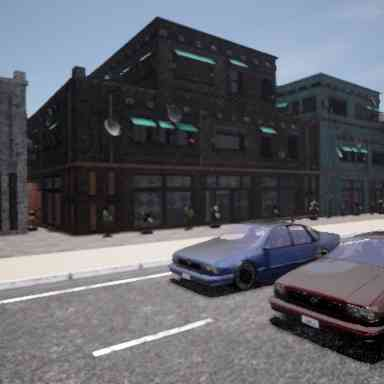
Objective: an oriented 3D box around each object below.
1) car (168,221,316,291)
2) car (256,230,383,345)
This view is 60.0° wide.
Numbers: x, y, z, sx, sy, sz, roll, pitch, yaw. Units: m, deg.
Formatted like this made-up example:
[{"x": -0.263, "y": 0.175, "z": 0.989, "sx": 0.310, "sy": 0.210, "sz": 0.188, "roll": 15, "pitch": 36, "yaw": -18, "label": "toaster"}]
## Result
[{"x": 2.034, "y": 1.526, "z": 9.132, "sx": 5.357, "sy": 1.411, "sz": 2.033, "roll": 0, "pitch": 0, "yaw": -36, "label": "car"}, {"x": 3.919, "y": 1.526, "z": 6.486, "sx": 5.357, "sy": 1.411, "sz": 2.033, "roll": 0, "pitch": 0, "yaw": -36, "label": "car"}]
